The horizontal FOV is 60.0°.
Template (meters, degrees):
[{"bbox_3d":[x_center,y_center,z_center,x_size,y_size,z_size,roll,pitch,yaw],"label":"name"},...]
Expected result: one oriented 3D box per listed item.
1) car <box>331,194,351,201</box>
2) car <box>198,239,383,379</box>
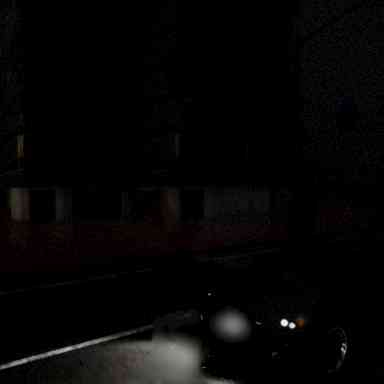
[{"bbox_3d":[36.227,1.376,81.829,1.970,1.475,3.806,0,-1,-37],"label":"car"},{"bbox_3d":[2.155,1.535,5.501,4.181,1.385,1.994,-1,0,-35],"label":"car"}]
